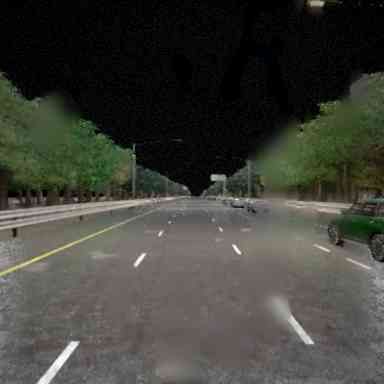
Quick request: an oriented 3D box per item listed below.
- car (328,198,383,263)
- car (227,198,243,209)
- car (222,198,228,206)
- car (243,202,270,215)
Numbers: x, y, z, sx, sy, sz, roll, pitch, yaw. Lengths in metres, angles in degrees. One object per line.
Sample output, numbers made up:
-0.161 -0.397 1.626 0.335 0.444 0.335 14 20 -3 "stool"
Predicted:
7.010 1.241 12.172 2.150 2.045 5.566 0 0 0 "car"
7.162 1.911 52.570 1.994 1.385 4.181 0 -1 0 "car"
7.265 2.005 67.883 2.128 1.511 4.902 0 -1 0 "car"
7.077 1.773 36.092 1.895 1.301 4.718 0 -1 0 "car"
